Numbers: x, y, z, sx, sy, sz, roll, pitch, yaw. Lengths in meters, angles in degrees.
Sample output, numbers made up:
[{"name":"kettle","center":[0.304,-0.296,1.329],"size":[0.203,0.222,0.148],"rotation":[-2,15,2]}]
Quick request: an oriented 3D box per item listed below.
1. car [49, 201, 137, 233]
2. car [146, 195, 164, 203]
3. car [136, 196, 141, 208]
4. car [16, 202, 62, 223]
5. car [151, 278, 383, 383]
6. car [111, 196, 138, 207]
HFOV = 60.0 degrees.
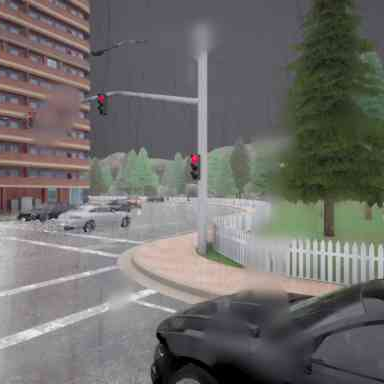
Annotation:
[{"name":"car","center":[-5.587,1.469,19.402],"size":[1.812,1.442,4.674],"rotation":[0,0,31]},{"name":"car","center":[-7.745,1.448,69.350],"size":[1.837,1.490,4.892],"rotation":[0,0,-42]},{"name":"car","center":[-8.119,1.296,45.702],"size":[2.097,1.767,4.553],"rotation":[0,0,-11]},{"name":"car","center":[-10.641,1.492,25.586],"size":[2.033,1.411,5.357],"rotation":[0,0,24]},{"name":"car","center":[1.873,1.478,2.653],"size":[5.008,1.535,1.882],"rotation":[0,0,36]},{"name":"car","center":[-7.821,1.492,35.405],"size":[2.033,1.411,5.357],"rotation":[0,0,7]}]
